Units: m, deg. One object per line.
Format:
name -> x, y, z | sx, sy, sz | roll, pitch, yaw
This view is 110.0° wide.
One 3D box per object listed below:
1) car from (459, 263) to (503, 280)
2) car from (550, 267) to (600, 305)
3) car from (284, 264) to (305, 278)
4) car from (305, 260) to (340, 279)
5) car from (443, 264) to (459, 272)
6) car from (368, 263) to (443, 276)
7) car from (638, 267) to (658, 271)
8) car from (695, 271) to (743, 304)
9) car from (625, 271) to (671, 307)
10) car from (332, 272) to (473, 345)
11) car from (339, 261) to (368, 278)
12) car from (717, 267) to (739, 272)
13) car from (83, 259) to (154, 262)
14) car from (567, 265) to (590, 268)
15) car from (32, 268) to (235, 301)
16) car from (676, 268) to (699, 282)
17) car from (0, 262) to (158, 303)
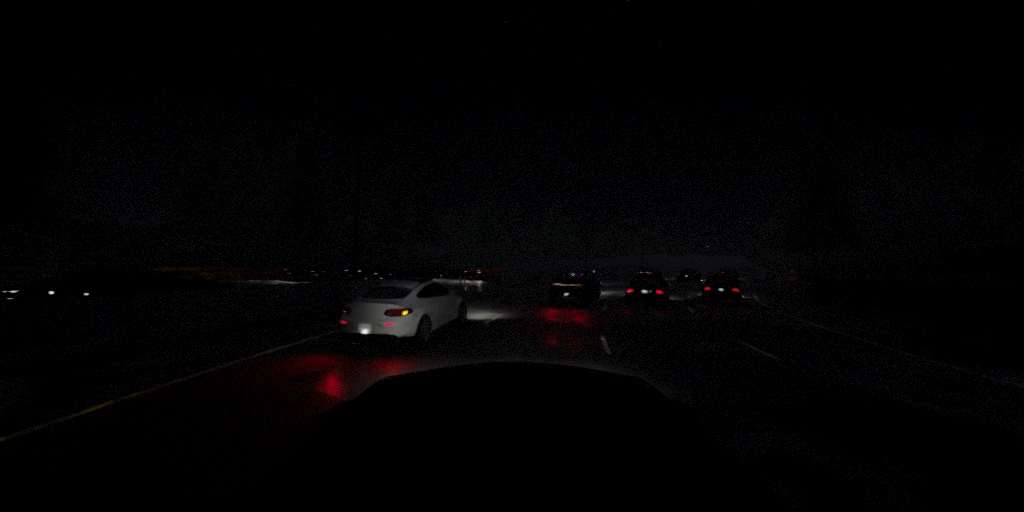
car -> -2.821, 1.499, 36.556 | 2.097, 1.767, 4.553 | 1, 0, 32
car -> 3.260, 1.524, 18.008 | 2.128, 1.511, 4.902 | 1, -1, 21
car -> -17.403, 1.109, 32.268 | 2.033, 1.411, 5.357 | 1, -1, 26
car -> -14.265, 1.150, 30.718 | 2.033, 1.411, 5.357 | 1, -1, 26
car -> -6.021, 1.714, 38.036 | 1.895, 1.301, 4.718 | 1, -1, 32
car -> -7.989, 1.232, 27.618 | 2.033, 1.411, 5.357 | 1, -1, 26
car -> 14.356, 1.878, 37.598 | 2.128, 1.511, 4.902 | 1, 0, 31
car -> 11.653, 1.770, 19.911 | 2.033, 1.411, 5.357 | 1, -1, 31
car -> 6.807, 1.647, 17.877 | 2.033, 1.411, 5.357 | 1, -1, 25
car -> -2.652, 1.327, 9.658 | 1.812, 1.442, 4.674 | 1, -1, 9
car -> -11.141, 1.245, 29.141 | 1.895, 1.301, 4.718 | 1, -1, 26
car -> 23.805, 1.992, 39.641 | 2.128, 1.511, 4.902 | 1, 0, 31
car -> -19.319, 0.922, 16.815 | 2.097, 1.767, 4.553 | 1, -1, 14
car -> 5.812, 1.578, 30.190 | 2.097, 1.767, 4.553 | 1, -1, 30
car -> -12.921, 1.247, 12.888 | 1.895, 1.301, 4.718 | 1, -1, 11
car -> 18.644, 2.003, 37.903 | 1.994, 1.385, 4.181 | 1, 0, 31
car -> -16.237, 1.095, 13.742 | 1.837, 1.490, 4.892 | 1, -1, 12
